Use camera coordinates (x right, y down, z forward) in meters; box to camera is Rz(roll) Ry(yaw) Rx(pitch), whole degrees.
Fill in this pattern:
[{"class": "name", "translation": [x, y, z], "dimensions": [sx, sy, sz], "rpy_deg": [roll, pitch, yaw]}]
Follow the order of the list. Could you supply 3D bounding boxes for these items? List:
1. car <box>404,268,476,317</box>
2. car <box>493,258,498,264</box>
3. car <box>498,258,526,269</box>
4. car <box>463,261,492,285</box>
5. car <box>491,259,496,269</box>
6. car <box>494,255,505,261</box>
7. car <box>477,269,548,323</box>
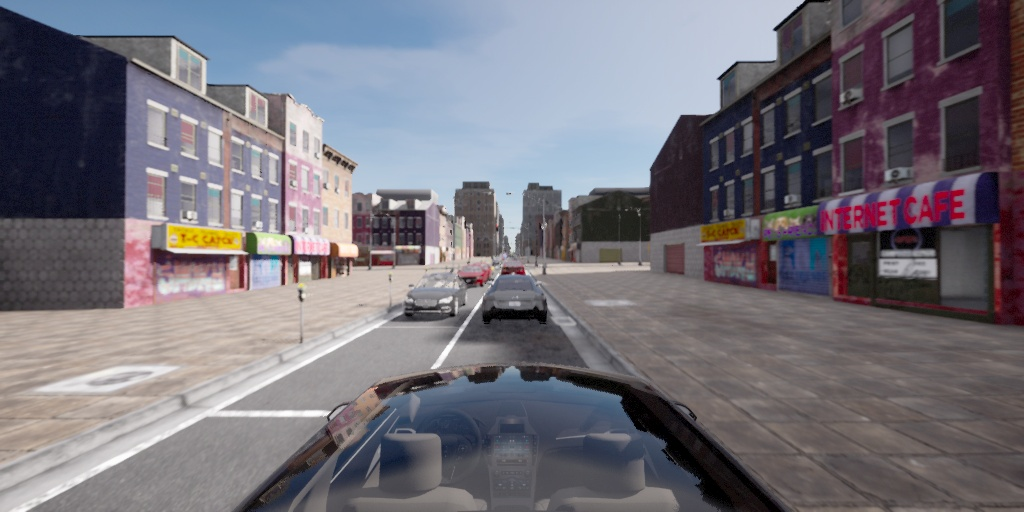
[{"class": "car", "translation": [-2.635, 1.305, 13.100], "dimensions": [2.007, 1.370, 4.403], "rpy_deg": [0, 0, 0]}, {"class": "car", "translation": [-2.630, 1.158, 35.078], "dimensions": [1.751, 1.417, 4.829], "rpy_deg": [0, 0, 0]}, {"class": "car", "translation": [0.096, 1.157, 29.618], "dimensions": [1.882, 1.535, 5.008], "rpy_deg": [0, 0, 0]}, {"class": "car", "translation": [-2.633, 1.260, 24.175], "dimensions": [1.888, 1.381, 4.507], "rpy_deg": [0, 0, 0]}, {"class": "car", "translation": [-2.631, 1.224, 29.712], "dimensions": [1.888, 1.381, 4.507], "rpy_deg": [0, 0, 0]}, {"class": "car", "translation": [-2.626, 0.889, 62.350], "dimensions": [2.007, 1.370, 4.403], "rpy_deg": [0, 0, 0]}, {"class": "car", "translation": [0.086, 1.319, 12.122], "dimensions": [1.994, 1.385, 4.181], "rpy_deg": [0, 0, 0]}]
